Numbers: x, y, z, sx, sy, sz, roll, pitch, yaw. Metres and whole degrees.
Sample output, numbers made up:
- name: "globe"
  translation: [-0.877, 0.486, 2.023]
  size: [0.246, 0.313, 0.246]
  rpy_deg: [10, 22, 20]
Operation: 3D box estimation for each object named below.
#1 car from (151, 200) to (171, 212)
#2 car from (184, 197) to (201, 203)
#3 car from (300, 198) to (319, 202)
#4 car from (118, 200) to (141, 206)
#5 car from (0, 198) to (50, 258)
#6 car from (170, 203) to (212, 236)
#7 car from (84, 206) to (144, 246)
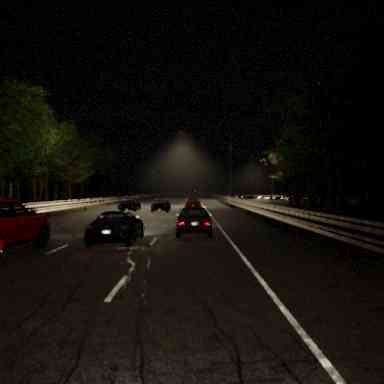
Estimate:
- name: "car"
  translation: [-3.395, 1.532, 37.238]
  size: [1.895, 1.301, 4.718]
  rpy_deg: [0, 0, 0]
- name: "car"
  translation: [0.105, 1.396, 40.282]
  size: [1.882, 1.535, 5.008]
  rpy_deg: [0, 0, 0]
- name: "car"
  translation: [26.087, 1.657, 74.153]
  size: [1.994, 1.385, 4.181]
  rpy_deg: [0, 1, -43]
- name: "car"
  translation: [-6.894, 1.532, 37.248]
  size: [1.895, 1.301, 4.718]
  rpy_deg: [0, 0, 0]
- name: "car"
  translation: [-6.899, 1.212, 11.314]
  size: [2.150, 2.045, 5.566]
  rpy_deg: [0, 0, 0]
- name: "car"
  translation: [0.103, 1.531, 18.107]
  size: [2.033, 1.411, 5.357]
  rpy_deg: [0, 0, 0]
- name: "car"
  translation: [-3.398, 1.551, 15.165]
  size: [1.994, 1.385, 4.181]
  rpy_deg: [0, 0, 0]
